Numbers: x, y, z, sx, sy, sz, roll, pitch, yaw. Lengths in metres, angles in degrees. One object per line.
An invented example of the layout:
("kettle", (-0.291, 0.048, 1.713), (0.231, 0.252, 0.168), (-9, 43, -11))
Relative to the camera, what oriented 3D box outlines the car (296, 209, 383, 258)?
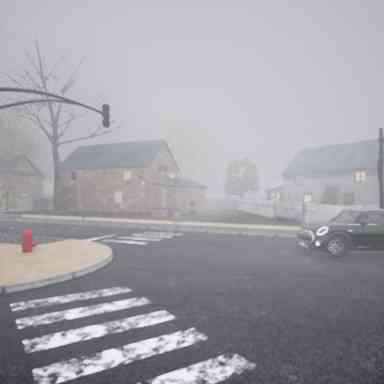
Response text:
("car", (6.460, 1.437, 12.921), (4.553, 1.767, 2.097), (1, -1, -6))
